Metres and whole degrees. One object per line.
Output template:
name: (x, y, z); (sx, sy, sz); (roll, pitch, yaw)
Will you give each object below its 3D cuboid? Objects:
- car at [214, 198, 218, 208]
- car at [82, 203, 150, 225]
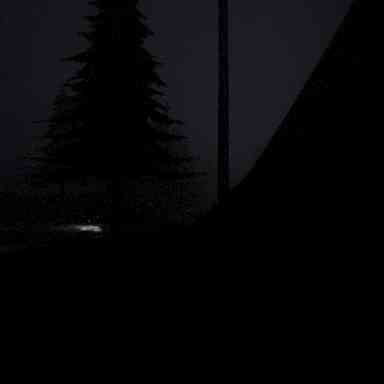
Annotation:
car: (4.333, 1.550, 48.806); (2.033, 1.411, 5.357); (0, 0, 10)
car: (-5.431, 1.555, 24.683); (2.033, 1.411, 5.357); (0, 0, 34)
